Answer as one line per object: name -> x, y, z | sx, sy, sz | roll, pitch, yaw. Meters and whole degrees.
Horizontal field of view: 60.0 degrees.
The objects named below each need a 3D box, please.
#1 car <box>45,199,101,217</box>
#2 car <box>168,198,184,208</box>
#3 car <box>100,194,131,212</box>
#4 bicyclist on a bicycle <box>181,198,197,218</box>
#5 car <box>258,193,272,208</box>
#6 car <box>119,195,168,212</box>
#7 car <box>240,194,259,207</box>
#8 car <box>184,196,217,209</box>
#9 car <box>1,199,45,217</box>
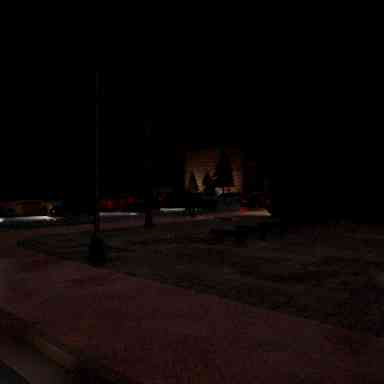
car -> -11.220, 1.564, 31.569 | 1.994, 1.385, 4.181 | 0, 0, 40
car -> -2.488, 1.548, 47.321 | 2.033, 1.411, 5.357 | 0, 0, 40
car -> -9.448, 1.221, 39.091 | 2.150, 2.045, 5.566 | 0, 0, 41
bicyclist on a bicycle -> -0.264, 1.301, 26.744 | 1.656, 1.620, 0.582 | 0, 0, 40
car -> 12.014, 1.352, 48.004 | 2.097, 1.767, 4.553 | 0, 0, 41
car -> -5.549, 1.478, 38.282 | 1.882, 1.535, 5.008 | 0, 0, 40
car -> 9.121, 1.505, 50.010 | 1.837, 1.490, 4.892 | 0, 0, 41
car -> 1.430, 1.601, 46.522 | 1.895, 1.301, 4.718 | 0, 0, 40
car -> -15.872, 1.478, 31.496 | 1.882, 1.535, 5.008 | 0, 0, 40
